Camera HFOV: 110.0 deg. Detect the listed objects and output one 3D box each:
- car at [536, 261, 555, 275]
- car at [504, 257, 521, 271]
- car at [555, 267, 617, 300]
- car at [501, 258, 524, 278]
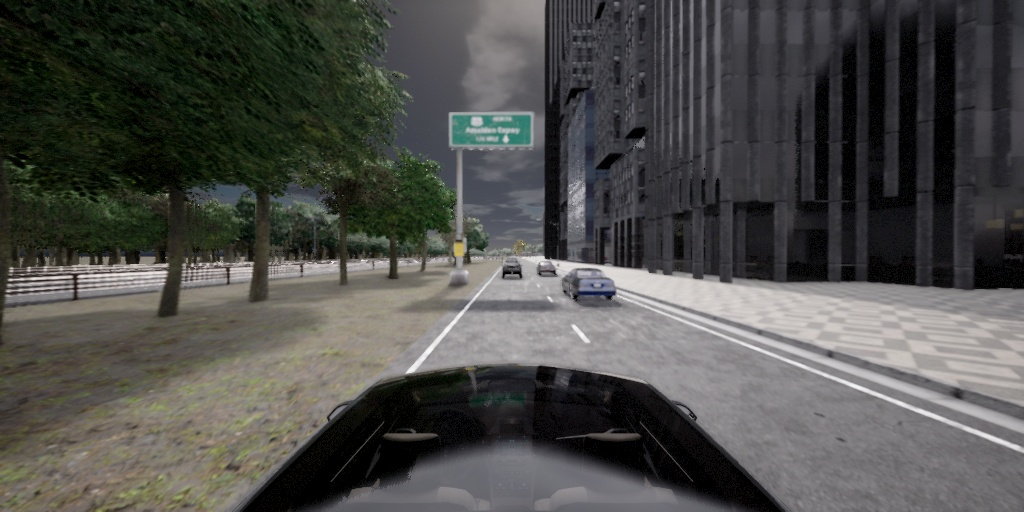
[{"bbox_3d":[3.560,1.254,37.718,2.033,1.411,5.357,0,0,1],"label":"car"},{"bbox_3d":[0.057,1.041,47.387,2.097,1.767,4.553,0,0,1],"label":"car"},{"bbox_3d":[3.606,1.285,17.659,2.033,1.411,5.357,0,0,0],"label":"car"},{"bbox_3d":[0.016,1.218,33.263,1.837,1.490,4.892,0,0,0],"label":"car"}]
